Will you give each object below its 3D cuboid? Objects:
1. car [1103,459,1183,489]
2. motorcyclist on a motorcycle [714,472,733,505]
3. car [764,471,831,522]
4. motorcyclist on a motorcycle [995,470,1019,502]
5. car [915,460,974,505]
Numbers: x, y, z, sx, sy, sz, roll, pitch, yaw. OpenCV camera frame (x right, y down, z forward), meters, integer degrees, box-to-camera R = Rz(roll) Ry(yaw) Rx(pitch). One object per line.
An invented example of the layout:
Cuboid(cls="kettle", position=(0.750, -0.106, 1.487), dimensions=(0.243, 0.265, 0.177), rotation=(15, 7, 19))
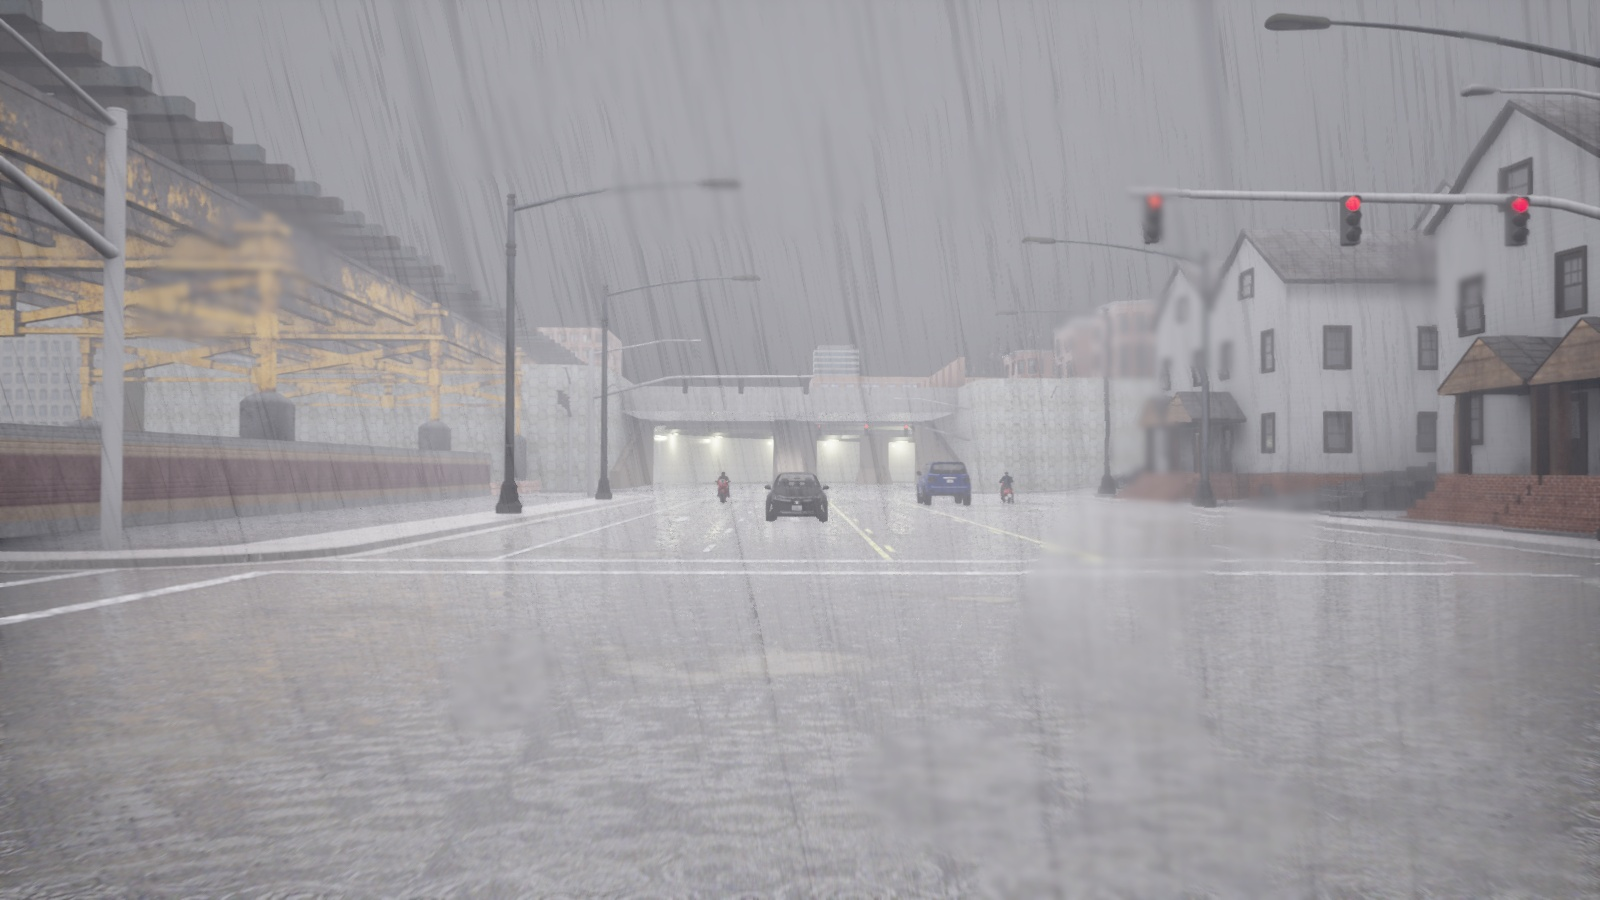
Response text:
Cuboid(cls="car", position=(22.488, 1.558, 82.430), dimensions=(4.674, 1.442, 1.812), rotation=(-7, -1, -1))
Cuboid(cls="motorcyclist on a motorcycle", position=(-3.634, 1.812, 59.798), dimensions=(0.797, 1.523, 2.044), rotation=(0, -1, 0))
Cuboid(cls="car", position=(-0.089, 1.428, 39.797), dimensions=(2.007, 1.525, 4.514), rotation=(0, -1, 0))
Cuboid(cls="motorcyclist on a motorcycle", position=(10.385, 1.783, 63.141), dimensions=(0.866, 1.590, 1.817), rotation=(0, -1, -1))
Cuboid(cls="car", position=(6.864, 1.515, 60.259), dimensions=(2.150, 2.045, 5.566), rotation=(0, -1, 0))
